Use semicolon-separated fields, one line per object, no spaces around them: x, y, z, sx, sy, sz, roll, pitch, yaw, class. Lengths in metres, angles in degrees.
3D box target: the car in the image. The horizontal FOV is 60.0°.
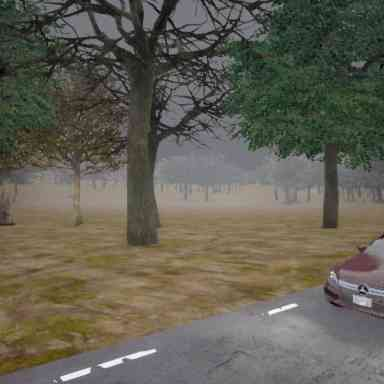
4.651;1.532;6.848;4.674;1.442;1.812;0;0;-37;car
